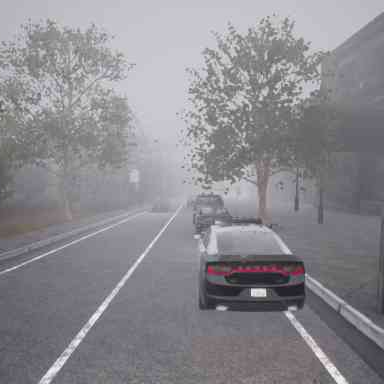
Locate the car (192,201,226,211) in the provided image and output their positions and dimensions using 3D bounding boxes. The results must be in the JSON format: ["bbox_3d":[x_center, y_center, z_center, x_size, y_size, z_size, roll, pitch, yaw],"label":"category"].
[{"bbox_3d":[1.112,1.444,17.866,1.882,1.535,5.008,0,0,0],"label":"car"}]

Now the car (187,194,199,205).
[{"bbox_3d":[0.208,1.242,58.135,2.097,1.767,4.553,0,0,1],"label":"car"}]

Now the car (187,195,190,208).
[{"bbox_3d":[0.243,1.513,45.883,1.895,1.301,4.718,0,0,0],"label":"car"}]

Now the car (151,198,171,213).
[{"bbox_3d":[-3.369,1.435,36.713,1.837,1.490,4.892,0,0,0],"label":"car"}]

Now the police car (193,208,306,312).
[{"bbox_3d":[1.079,1.410,7.927,1.930,1.638,5.238,0,0,0],"label":"police car"}]

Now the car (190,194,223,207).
[{"bbox_3d":[1.133,1.178,23.917,2.150,2.045,5.566,0,0,0],"label":"car"}]
